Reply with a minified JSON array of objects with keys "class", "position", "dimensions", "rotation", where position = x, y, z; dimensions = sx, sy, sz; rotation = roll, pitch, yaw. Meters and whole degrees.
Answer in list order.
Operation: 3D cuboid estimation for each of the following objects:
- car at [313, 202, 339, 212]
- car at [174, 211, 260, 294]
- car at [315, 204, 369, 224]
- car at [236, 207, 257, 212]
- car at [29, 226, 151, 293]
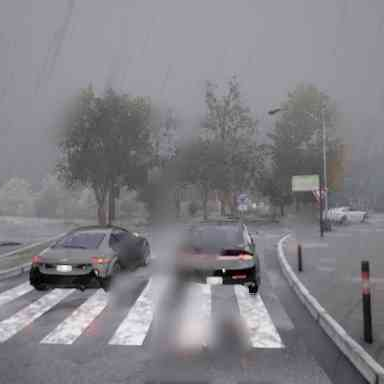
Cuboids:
[{"class":"car","position":[25.939,3.125,64.215],"dimensions":[2.150,2.045,5.566],"rotation":[2,-5,-26]},{"class":"car","position":[0.736,1.502,8.869],"dimensions":[2.128,1.511,4.902],"rotation":[-1,0,7]},{"class":"car","position":[13.501,2.027,29.367],"dimensions":[4.674,1.442,1.812],"rotation":[-1,-3,-29]},{"class":"car","position":[11.903,4.141,73.152],"dimensions":[4.902,1.511,2.128],"rotation":[-4,-6,22]},{"class":"car","position":[-2.487,1.608,9.085],"dimensions":[1.994,1.385,4.181],"rotation":[-1,0,7]}]
